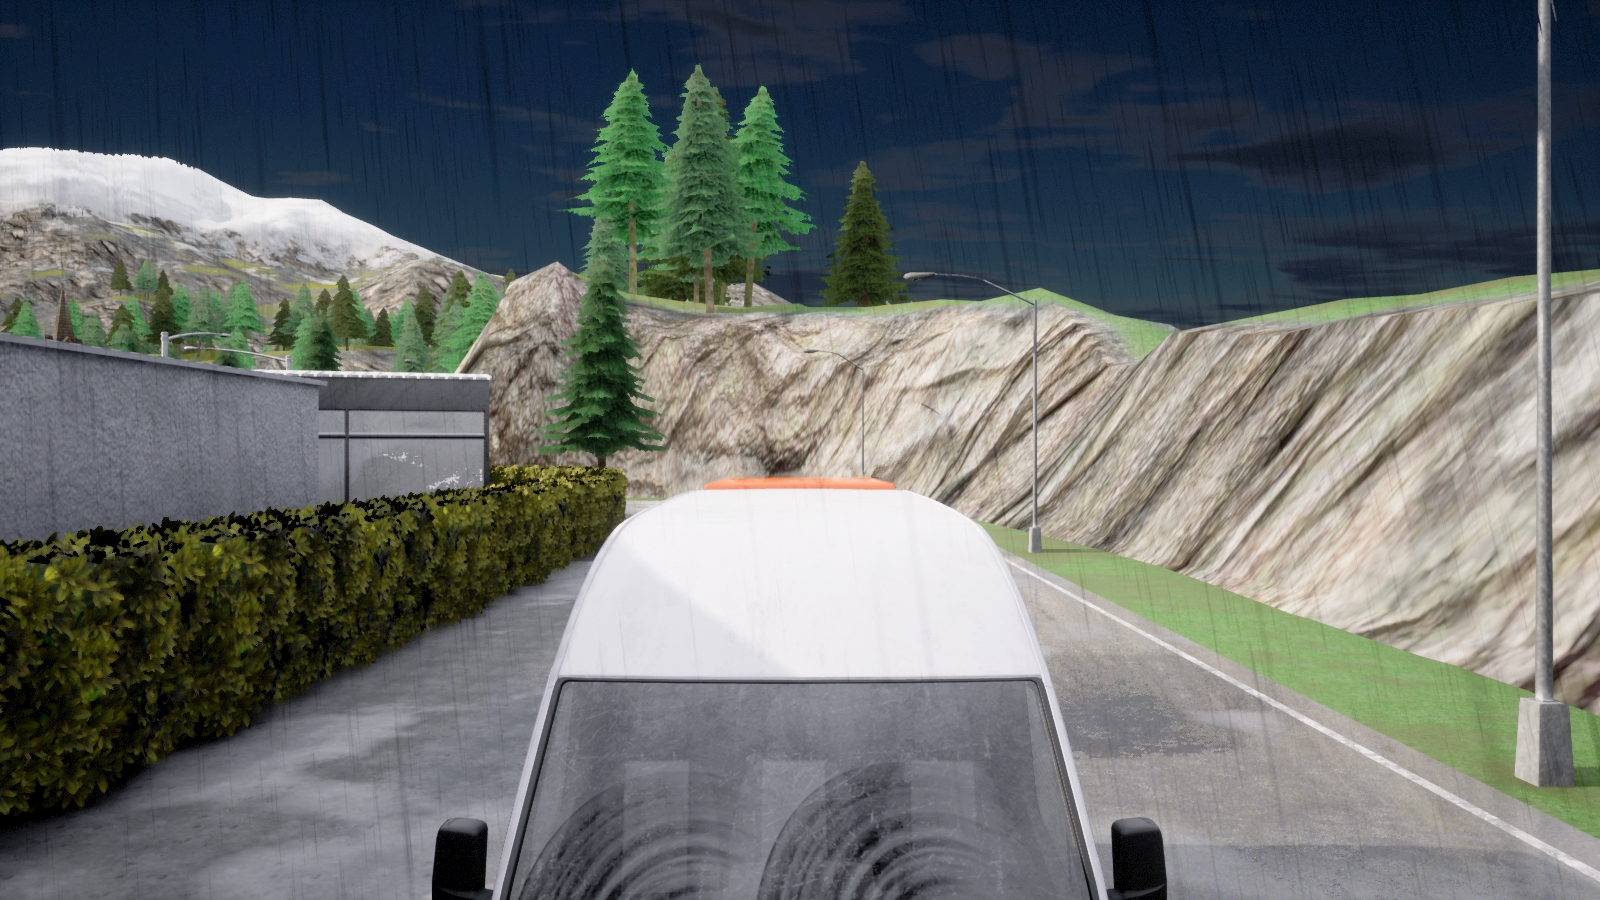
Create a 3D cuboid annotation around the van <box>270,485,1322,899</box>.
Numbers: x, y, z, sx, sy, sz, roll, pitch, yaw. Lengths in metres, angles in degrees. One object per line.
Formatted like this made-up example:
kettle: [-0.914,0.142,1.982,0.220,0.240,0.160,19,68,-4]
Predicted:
van: [-0.011,1.530,5.116,1.988,2.561,5.915,0,0,0]
